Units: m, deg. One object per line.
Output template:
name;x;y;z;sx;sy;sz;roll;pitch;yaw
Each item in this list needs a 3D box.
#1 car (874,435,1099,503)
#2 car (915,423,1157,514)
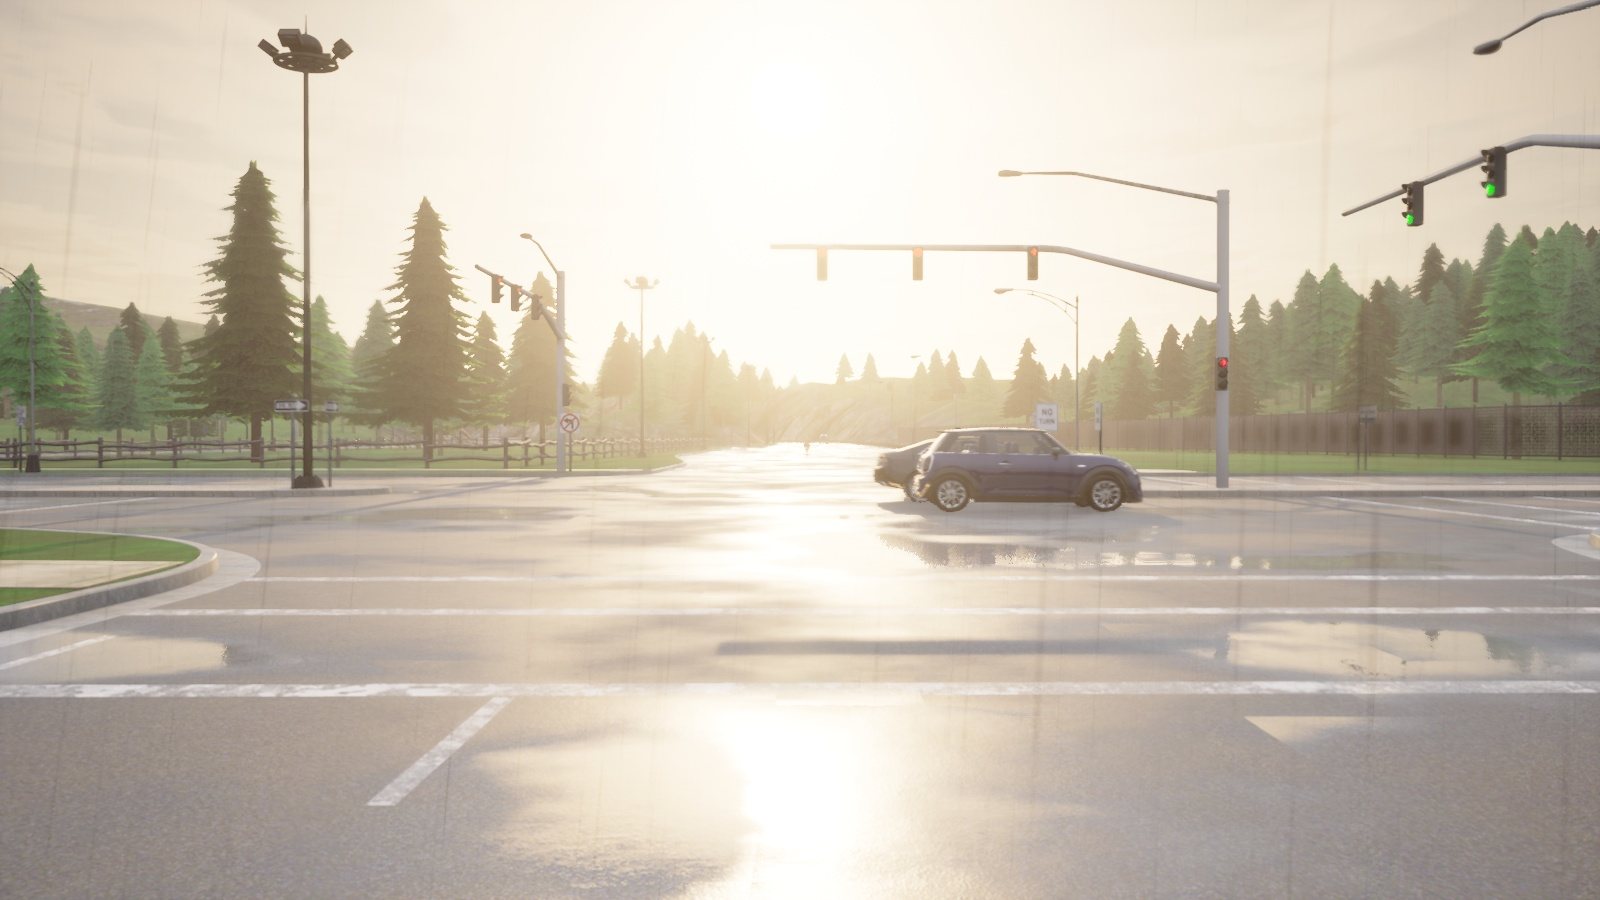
car;4.219;0.403;29.053;4.902;1.511;2.128;0;1;1
car;4.698;0.342;25.545;4.553;1.767;2.097;0;1;1
